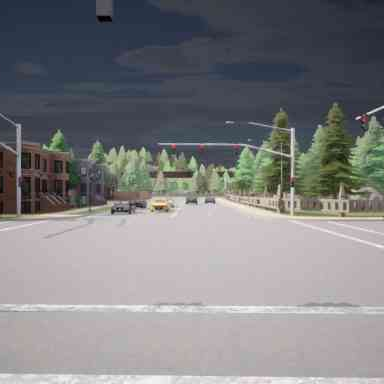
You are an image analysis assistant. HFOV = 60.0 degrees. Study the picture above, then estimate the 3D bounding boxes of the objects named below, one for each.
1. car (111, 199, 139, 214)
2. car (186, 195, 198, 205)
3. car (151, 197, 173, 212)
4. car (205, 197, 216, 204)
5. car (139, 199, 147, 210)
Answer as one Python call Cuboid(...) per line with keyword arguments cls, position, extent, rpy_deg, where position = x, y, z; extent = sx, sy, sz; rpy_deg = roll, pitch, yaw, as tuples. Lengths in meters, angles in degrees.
Cuboid(cls="car", position=(-7.127, 1.564, 34.835), extent=(1.994, 1.385, 4.181), rpy_deg=(0, 0, 0))
Cuboid(cls="car", position=(-0.052, 1.352, 60.203), extent=(2.097, 1.767, 4.553), rpy_deg=(0, 0, 0))
Cuboid(cls="car", position=(-3.627, 1.478, 38.810), extent=(1.882, 1.535, 5.008), rpy_deg=(0, 0, 0))
Cuboid(cls="car", position=(3.545, 1.564, 65.183), extent=(1.994, 1.385, 4.181), rpy_deg=(0, 0, 0))
Cuboid(cls="car", position=(-7.123, 1.600, 43.742), extent=(1.895, 1.301, 4.718), rpy_deg=(0, 0, 0))
